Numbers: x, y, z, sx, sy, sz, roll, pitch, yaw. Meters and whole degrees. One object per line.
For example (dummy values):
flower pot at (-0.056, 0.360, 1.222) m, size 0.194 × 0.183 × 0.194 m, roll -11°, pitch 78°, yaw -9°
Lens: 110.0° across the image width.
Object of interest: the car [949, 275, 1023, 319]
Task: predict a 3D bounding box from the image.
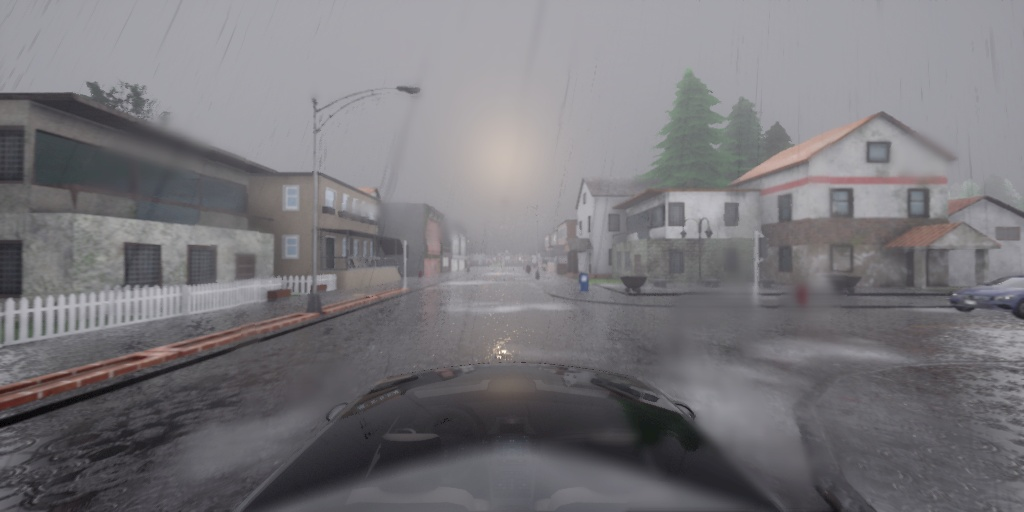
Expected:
car at (18.761, 1.399, 12.875) m, size 4.674 × 1.442 × 1.812 m, roll 0°, pitch -1°, yaw -1°
